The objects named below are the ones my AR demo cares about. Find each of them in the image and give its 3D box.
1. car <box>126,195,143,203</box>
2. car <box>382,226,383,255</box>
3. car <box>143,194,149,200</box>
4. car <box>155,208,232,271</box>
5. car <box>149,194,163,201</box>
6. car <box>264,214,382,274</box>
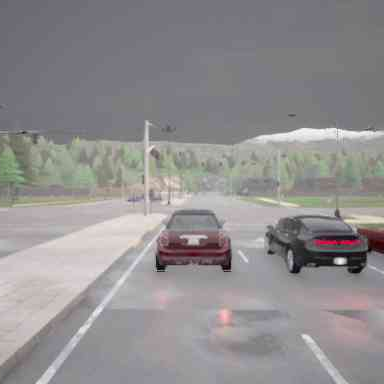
[{"bbox_3d":[-10.899,1.262,61.808,1.812,1.442,4.674,0,1,1],"label":"car"},{"bbox_3d":[7.059,1.553,10.439,1.895,1.301,4.718,0,0,0],"label":"car"},{"bbox_3d":[-10.657,0.981,77.830,2.097,1.767,4.553,0,0,1],"label":"car"},{"bbox_3d":[0.059,1.303,10.864,2.097,1.767,4.553,0,0,0],"label":"car"},{"bbox_3d":[-7.286,1.208,69.231,1.812,1.442,4.674,0,0,1],"label":"car"},{"bbox_3d":[3.557,1.452,10.366,1.837,1.490,4.892,0,-1,0],"label":"car"}]
